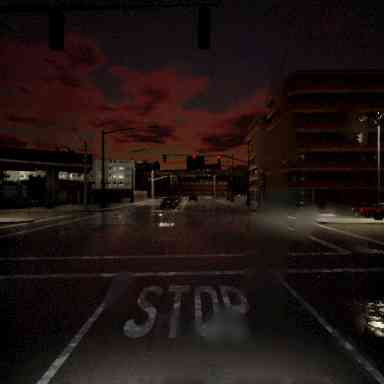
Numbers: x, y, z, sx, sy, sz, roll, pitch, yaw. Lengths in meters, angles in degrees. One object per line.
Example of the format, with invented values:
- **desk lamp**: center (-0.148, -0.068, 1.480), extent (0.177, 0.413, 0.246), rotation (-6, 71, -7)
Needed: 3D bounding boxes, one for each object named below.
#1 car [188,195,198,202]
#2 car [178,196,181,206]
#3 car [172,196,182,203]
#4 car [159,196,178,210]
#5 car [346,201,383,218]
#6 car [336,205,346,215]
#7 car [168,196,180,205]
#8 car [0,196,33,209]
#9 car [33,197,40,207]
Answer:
- **car**: center (0.204, 1.347, 72.175), extent (1.837, 1.490, 4.892), rotation (0, 0, 0)
- **car**: center (-3.215, 1.352, 52.709), extent (2.097, 1.767, 4.553), rotation (0, 0, 0)
- **car**: center (-3.294, 1.552, 71.916), extent (1.994, 1.385, 4.181), rotation (0, 0, 0)
- **car**: center (-3.101, 1.505, 43.504), extent (1.837, 1.490, 4.892), rotation (0, 0, -1)
- **car**: center (16.299, 1.601, 28.660), extent (4.718, 1.301, 1.895), rotation (0, 0, -3)
- **car**: center (16.215, 1.564, 32.143), extent (4.181, 1.385, 1.994), rotation (0, 0, 1)
- **car**: center (-3.271, 1.478, 61.891), extent (1.882, 1.535, 5.008), rotation (0, 0, 0)
- **car**: center (-23.315, 1.295, 42.064), extent (4.611, 1.667, 2.242), rotation (0, 0, 1)
- **car**: center (-24.033, 1.456, 47.815), extent (3.806, 1.475, 1.970), rotation (0, 0, 1)
